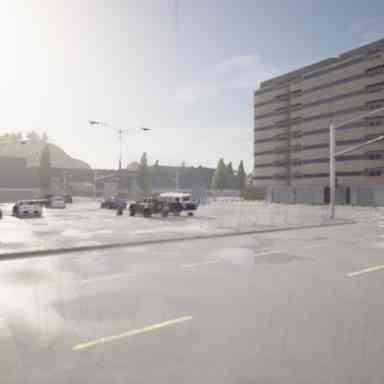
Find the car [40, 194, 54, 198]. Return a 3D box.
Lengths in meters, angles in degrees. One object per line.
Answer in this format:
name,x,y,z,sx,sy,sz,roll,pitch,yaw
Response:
car,-26.142,1.246,60.515,1.905,1.878,3.866,0,0,-35

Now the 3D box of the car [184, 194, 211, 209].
car,1.279,1.628,57.017,2.128,1.511,4.902,0,0,-35

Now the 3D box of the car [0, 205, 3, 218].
car,-16.729,1.426,27.328,1.784,1.438,3.905,0,0,-35

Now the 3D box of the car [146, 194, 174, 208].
car,-5.974,1.620,61.264,2.128,1.511,4.902,0,0,-35

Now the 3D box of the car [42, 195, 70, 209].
car,-18.318,1.478,44.665,1.970,1.475,3.806,0,0,-35

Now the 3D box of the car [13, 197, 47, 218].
car,-14.359,1.464,28.991,1.970,1.475,3.806,0,0,-35

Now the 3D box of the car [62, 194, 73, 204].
car,-23.742,1.250,62.134,1.932,1.855,4.605,0,0,-35
